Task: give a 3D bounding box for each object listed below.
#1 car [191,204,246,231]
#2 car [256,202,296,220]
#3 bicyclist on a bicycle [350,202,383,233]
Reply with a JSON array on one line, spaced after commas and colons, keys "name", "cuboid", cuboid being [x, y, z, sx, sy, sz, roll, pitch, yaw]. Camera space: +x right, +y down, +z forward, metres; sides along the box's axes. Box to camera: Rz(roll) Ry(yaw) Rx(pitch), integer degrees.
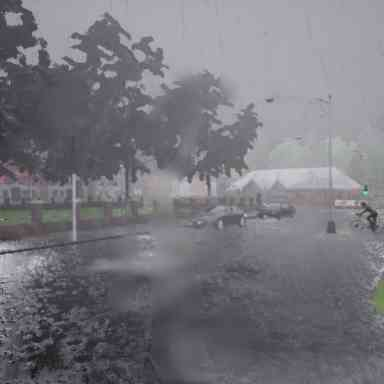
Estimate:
[{"name": "car", "cuboid": [1.833, 1.595, 21.699, 1.837, 1.490, 4.892, -1, 0, 36]}, {"name": "car", "cuboid": [7.637, 1.638, 29.779, 2.033, 1.411, 5.357, -1, 0, 36]}, {"name": "bicyclist on a bicycle", "cuboid": [9.359, 1.372, 17.808, 1.656, 1.620, 0.582, -1, -1, 35]}]
